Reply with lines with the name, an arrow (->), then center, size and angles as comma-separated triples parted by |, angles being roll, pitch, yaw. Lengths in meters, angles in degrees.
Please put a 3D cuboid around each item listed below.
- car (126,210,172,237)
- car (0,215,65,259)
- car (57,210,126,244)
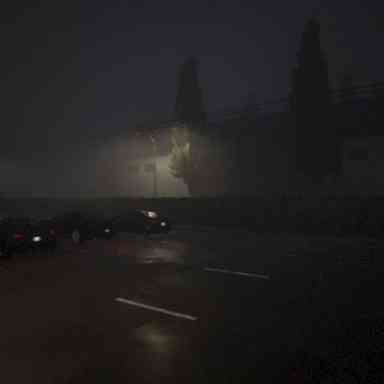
car -> -3.179, 1.715, 19.054 | 4.181, 1.385, 1.994 | -1, 0, 36
car -> -7.333, 1.716, 13.416 | 4.181, 1.385, 1.994 | -1, 0, 36
car -> -5.879, 1.637, 16.687 | 5.008, 1.535, 1.882 | 0, 0, 36
